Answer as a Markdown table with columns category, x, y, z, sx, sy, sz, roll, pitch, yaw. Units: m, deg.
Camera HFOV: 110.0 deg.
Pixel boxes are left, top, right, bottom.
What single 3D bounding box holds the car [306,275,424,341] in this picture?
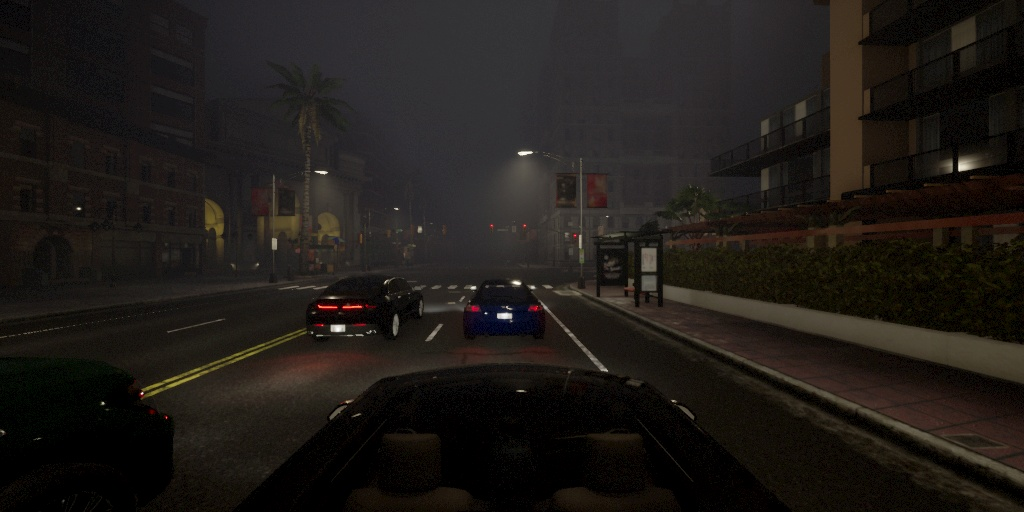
| category | x | y | z | sx | sy | sz | roll | pitch | yaw |
| --- | --- | --- | --- | --- | --- | --- | --- | --- | --- |
| car | -3.724 | 1.255 | 9.871 | 1.837 | 1.490 | 4.892 | 0 | 0 | -3 |

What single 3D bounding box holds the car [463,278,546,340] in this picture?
| category | x | y | z | sx | sy | sz | roll | pitch | yaw |
| --- | --- | --- | --- | --- | --- | --- | --- | --- | --- |
| car | -0.235 | 1.314 | 10.027 | 1.994 | 1.385 | 4.181 | 0 | 0 | -2 |
